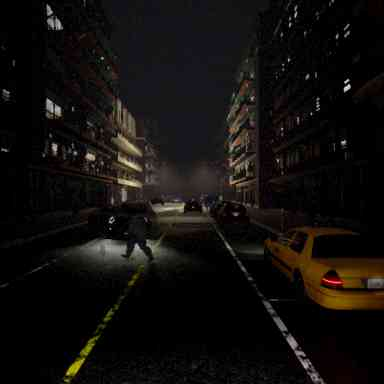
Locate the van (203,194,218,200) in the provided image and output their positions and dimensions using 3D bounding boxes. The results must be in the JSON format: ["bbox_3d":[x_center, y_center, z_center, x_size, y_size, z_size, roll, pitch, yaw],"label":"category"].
[{"bbox_3d":[2.709,1.357,45.157,1.690,1.788,3.998,1,0,0],"label":"van"}]

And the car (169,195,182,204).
[{"bbox_3d":[-3.001,1.556,66.070,1.812,1.442,4.674,0,0,0],"label":"car"}]

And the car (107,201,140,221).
[{"bbox_3d":[-5.676,1.534,28.043,1.752,1.417,4.829,1,0,0],"label":"car"}]

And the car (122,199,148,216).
[{"bbox_3d":[-5.675,1.536,33.704,1.752,1.417,4.829,1,0,0],"label":"car"}]

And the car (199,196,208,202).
[{"bbox_3d":[2.710,1.590,79.128,2.008,1.369,4.403,1,0,0],"label":"car"}]

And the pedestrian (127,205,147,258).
[{"bbox_3d":[-1.765,1.297,10.701,0.375,1.860,0.375,1,-1,-3],"label":"pedestrian"}]

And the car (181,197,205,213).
[{"bbox_3d":[0.104,1.576,37.059,1.994,1.385,4.181,0,0,-1],"label":"car"}]

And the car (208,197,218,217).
[{"bbox_3d":[2.706,1.448,28.172,1.967,1.590,4.097,1,0,0],"label":"car"}]

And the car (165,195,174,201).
[{"bbox_3d":[-5.671,1.569,84.660,1.752,1.417,4.829,1,0,0],"label":"car"}]

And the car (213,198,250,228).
[{"bbox_3d":[2.705,1.447,22.511,1.967,1.590,4.097,1,0,0],"label":"car"}]

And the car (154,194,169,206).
[{"bbox_3d":[-5.670,1.338,56.521,2.192,1.841,5.009,1,0,0],"label":"car"}]

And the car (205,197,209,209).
[{"bbox_3d":[2.705,1.561,33.834,2.008,1.369,4.403,1,0,0],"label":"car"}]

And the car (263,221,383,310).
[{"bbox_3d":[3.000,1.458,7.942,1.801,1.575,5.366,0,0,0],"label":"car"}]

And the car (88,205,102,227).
[{"bbox_3d":[-5.677,1.551,22.552,1.887,1.381,4.507,1,0,0],"label":"car"}]

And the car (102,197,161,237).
[{"bbox_3d":[-3.100,1.357,17.975,2.097,1.767,4.553,0,0,0],"label":"car"}]

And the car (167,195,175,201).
[{"bbox_3d":[-5.670,1.593,90.490,1.887,1.381,4.507,1,0,0],"label":"car"}]
